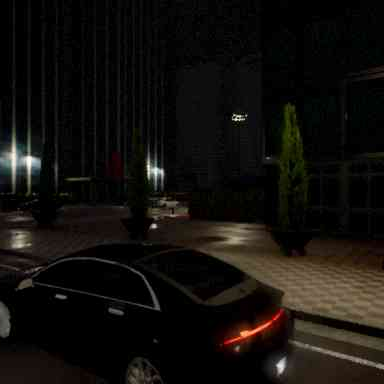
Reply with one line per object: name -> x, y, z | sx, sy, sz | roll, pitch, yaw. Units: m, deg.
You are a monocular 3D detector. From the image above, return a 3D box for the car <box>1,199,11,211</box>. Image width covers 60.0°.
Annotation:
car -> -21.052, 1.547, 37.962 | 2.033, 1.411, 5.357 | 0, 0, 35

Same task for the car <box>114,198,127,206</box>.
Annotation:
car -> -10.243, 1.504, 53.333 | 1.837, 1.490, 4.892 | 0, 0, 35

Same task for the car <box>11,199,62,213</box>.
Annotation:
car -> -17.104, 1.491, 37.498 | 2.128, 1.511, 4.902 | 0, 0, 35

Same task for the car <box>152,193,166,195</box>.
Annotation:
car -> -6.180, 1.221, 53.025 | 2.150, 2.045, 5.566 | 0, 0, 35

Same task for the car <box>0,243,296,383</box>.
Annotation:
car -> -1.063, 1.504, 4.762 | 4.892, 1.490, 1.837 | 0, 0, 36

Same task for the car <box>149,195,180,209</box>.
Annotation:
car -> -3.488, 1.525, 44.378 | 1.812, 1.442, 4.674 | 0, 0, 35
